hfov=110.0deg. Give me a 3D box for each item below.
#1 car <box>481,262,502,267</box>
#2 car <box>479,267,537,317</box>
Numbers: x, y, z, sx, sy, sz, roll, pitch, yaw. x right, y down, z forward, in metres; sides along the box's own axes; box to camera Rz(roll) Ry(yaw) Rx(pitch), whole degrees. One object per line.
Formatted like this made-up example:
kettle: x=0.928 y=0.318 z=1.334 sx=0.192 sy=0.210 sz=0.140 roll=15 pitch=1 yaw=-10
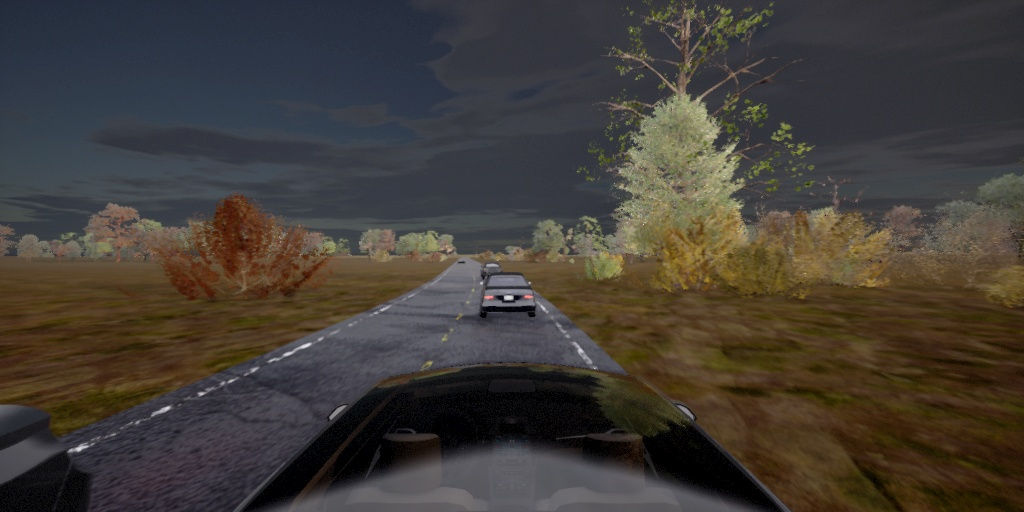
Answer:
car: x=-1.807 y=1.258 z=32.163 sx=1.812 sy=1.442 sz=4.674 roll=0 pitch=0 yaw=-6
car: x=-0.213 y=1.289 z=13.130 sx=2.033 sy=1.411 sz=5.357 roll=0 pitch=0 yaw=-3
